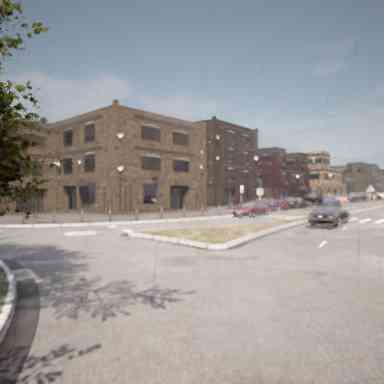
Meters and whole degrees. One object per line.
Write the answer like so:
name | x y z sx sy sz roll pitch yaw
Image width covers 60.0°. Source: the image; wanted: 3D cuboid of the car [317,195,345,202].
car | 20.575 1.582 49.232 1.812 1.442 4.674 -1 0 41

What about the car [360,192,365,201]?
car | 33.795 1.378 71.790 4.892 1.521 2.231 -1 0 41

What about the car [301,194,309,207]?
car | 14.104 1.489 48.716 4.553 1.767 2.185 -1 0 41

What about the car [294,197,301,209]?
car | 12.293 1.672 46.638 4.674 1.452 2.002 -1 0 41

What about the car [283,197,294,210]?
car | 10.496 1.649 44.549 5.008 1.535 2.097 -1 0 41

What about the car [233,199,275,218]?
car | 5.902 1.704 32.564 1.812 1.442 4.674 -1 0 44

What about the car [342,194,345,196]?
car | 24.829 1.478 61.319 5.008 1.535 2.097 -1 0 41

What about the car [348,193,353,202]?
car | 28.391 1.309 65.527 4.553 1.767 2.185 -1 0 41

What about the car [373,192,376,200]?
car | 40.958 1.356 80.175 4.674 1.452 2.002 -1 0 41

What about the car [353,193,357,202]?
car | 30.230 1.288 67.583 4.553 1.767 2.185 -1 0 41

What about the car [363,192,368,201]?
car | 35.586 1.361 73.886 4.892 1.521 2.231 -1 0 41

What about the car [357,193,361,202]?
car | 32.004 1.396 69.694 4.892 1.521 2.231 -1 0 41

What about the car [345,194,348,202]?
car | 26.600 1.330 63.431 4.553 1.767 2.185 -1 0 41

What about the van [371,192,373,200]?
van | 39.331 1.102 78.099 4.442 1.987 1.878 -1 0 41

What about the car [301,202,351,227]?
car | 9.790 1.654 23.643 2.033 1.411 5.357 -1 0 36

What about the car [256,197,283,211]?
car | 8.727 1.535 42.425 4.553 1.767 2.185 -1 0 41

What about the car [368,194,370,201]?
car | 37.377 1.345 75.981 4.892 1.521 2.231 -1 0 41

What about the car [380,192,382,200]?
car | 44.543 1.293 84.364 4.892 1.521 2.231 -1 0 41

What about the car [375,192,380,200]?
car | 42.607 1.302 82.394 5.366 1.575 1.946 -1 0 41

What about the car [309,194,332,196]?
car | 19.434 1.297 55.045 5.566 2.045 2.435 -1 0 41

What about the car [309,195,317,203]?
car | 15.872 1.596 50.840 4.892 1.521 2.231 -1 0 41
